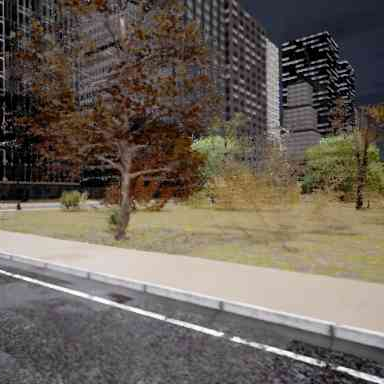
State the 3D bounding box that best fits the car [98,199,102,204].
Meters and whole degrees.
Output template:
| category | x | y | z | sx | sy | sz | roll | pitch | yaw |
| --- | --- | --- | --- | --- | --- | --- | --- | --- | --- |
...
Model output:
| category | x | y | z | sx | sy | sz | roll | pitch | yaw |
| --- | --- | --- | --- | --- | --- | --- | --- | --- | --- |
| car | -15.859 | 1.600 | 64.169 | 2.128 | 1.511 | 4.902 | -1 | -1 | 37 |
